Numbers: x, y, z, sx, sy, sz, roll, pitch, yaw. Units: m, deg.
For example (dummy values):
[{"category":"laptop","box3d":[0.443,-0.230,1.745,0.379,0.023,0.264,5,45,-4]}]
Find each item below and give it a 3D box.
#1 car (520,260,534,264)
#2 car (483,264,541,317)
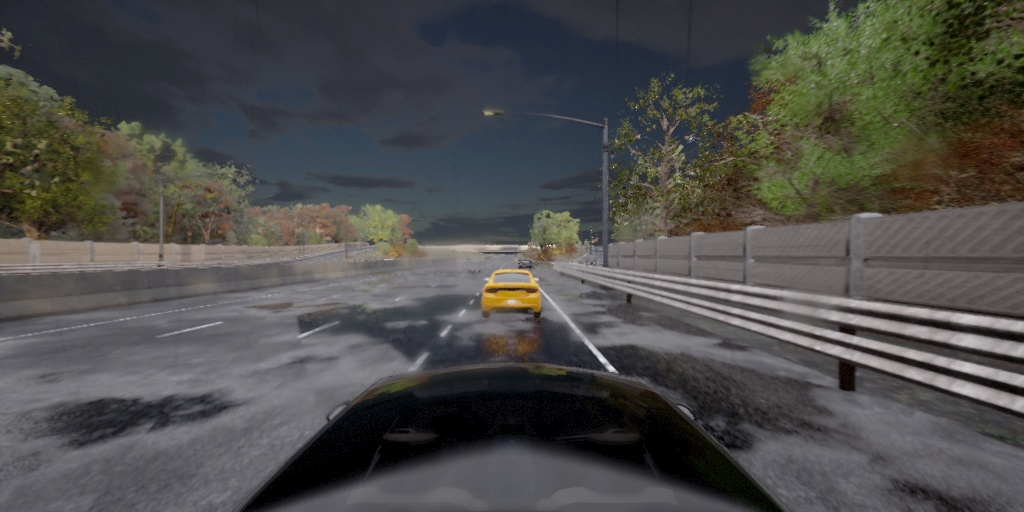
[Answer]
[{"category":"car","box3d":[2.386,1.348,55.748,1.812,1.442,4.674,1,0,13]},{"category":"car","box3d":[-0.002,1.230,13.255,1.882,1.535,5.008,0,0,0]}]
